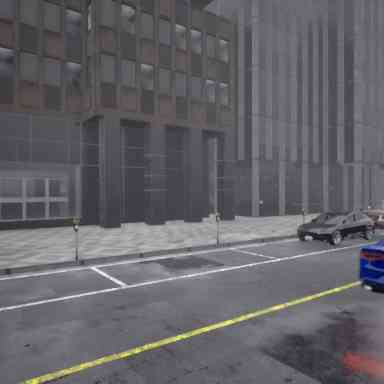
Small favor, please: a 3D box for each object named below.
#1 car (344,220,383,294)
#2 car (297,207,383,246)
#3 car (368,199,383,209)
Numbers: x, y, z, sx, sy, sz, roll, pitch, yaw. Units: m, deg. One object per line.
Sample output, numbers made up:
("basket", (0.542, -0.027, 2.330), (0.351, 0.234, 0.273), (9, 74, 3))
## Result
("car", (5.778, 1.477, 7.556), (5.008, 1.535, 1.882), (0, 0, -35))
("car", (6.687, 1.565, 15.285), (4.313, 1.339, 1.947), (0, 0, -35))
("car", (11.275, 1.314, 18.559), (5.009, 1.841, 2.192), (0, 0, -35))
